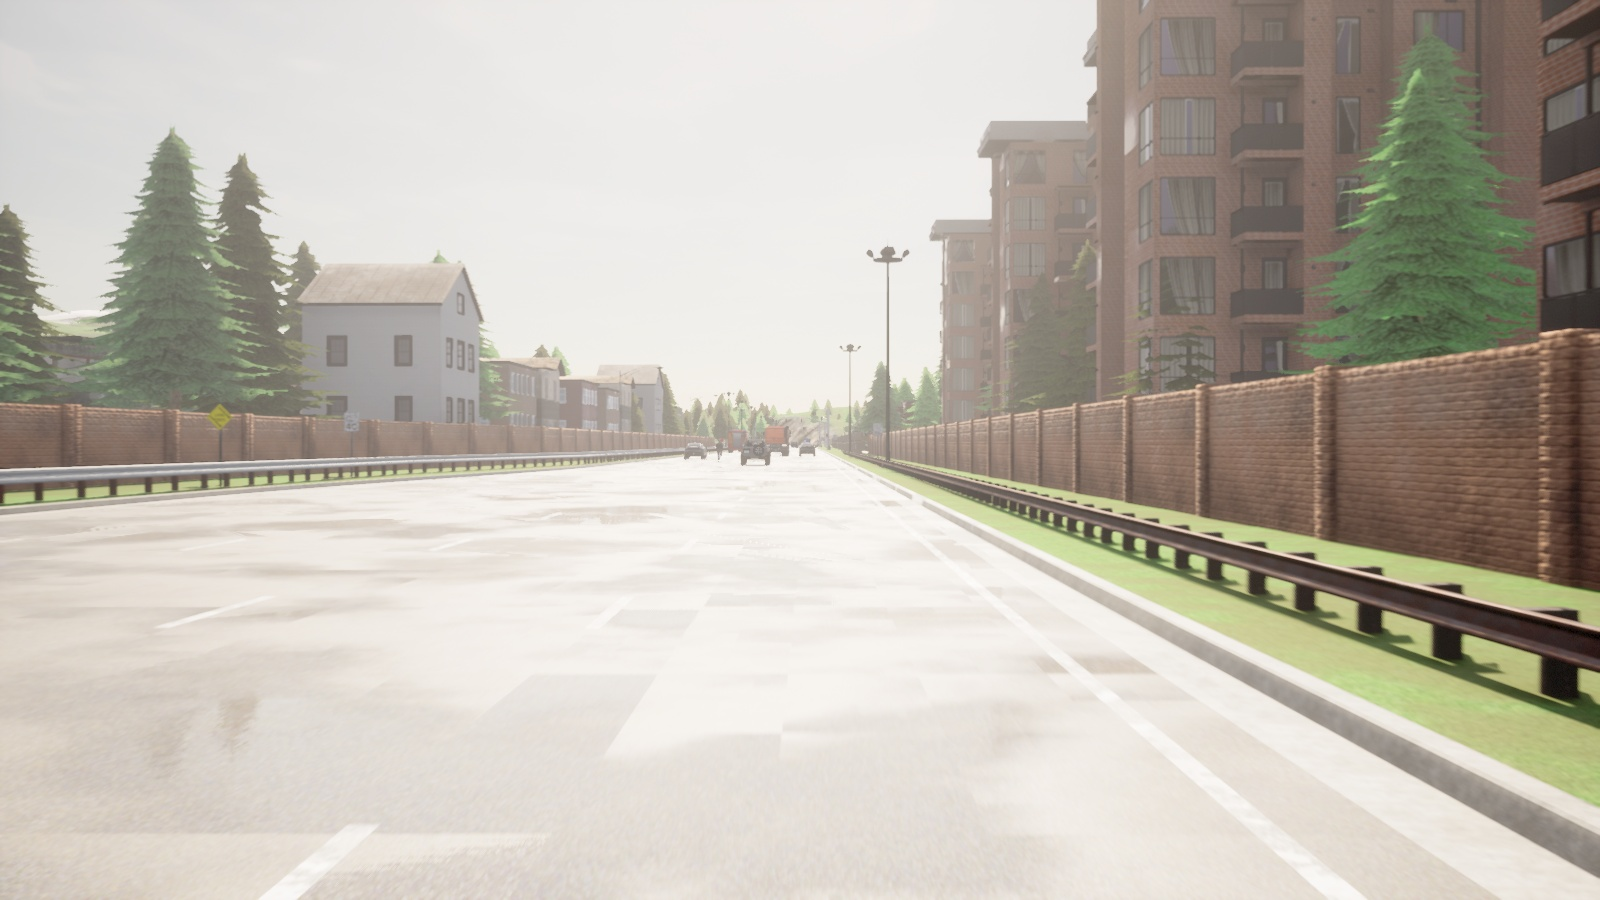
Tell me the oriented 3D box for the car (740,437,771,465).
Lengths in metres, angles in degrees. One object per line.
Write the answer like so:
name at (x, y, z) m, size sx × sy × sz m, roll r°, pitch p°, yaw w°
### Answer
car at (-3.000, 0.081, 85.452) m, size 1.932 × 1.855 × 4.605 m, roll 0°, pitch 0°, yaw 0°
